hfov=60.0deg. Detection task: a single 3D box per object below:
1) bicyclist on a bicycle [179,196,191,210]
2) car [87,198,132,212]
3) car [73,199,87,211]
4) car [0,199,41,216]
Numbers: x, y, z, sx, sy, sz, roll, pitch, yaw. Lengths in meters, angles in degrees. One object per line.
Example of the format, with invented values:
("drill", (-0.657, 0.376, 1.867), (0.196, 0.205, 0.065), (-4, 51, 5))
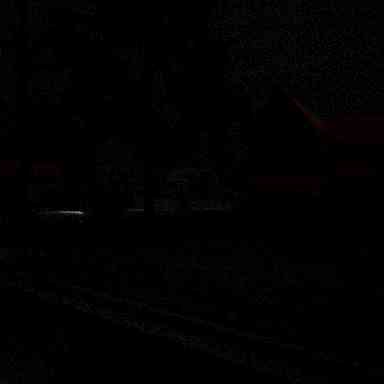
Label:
("bicyclist on a bicycle", (-0.832, 1.224, 38.252), (1.656, 1.620, 0.582), (0, 0, 34))
("car", (-9.061, 1.477, 38.193), (1.882, 1.535, 5.008), (0, 0, 34))
("car", (-12.080, 1.504, 40.313), (1.837, 1.490, 4.892), (0, 0, 34))
("car", (-17.363, 1.505, 32.522), (1.837, 1.490, 4.892), (0, 0, 34))
